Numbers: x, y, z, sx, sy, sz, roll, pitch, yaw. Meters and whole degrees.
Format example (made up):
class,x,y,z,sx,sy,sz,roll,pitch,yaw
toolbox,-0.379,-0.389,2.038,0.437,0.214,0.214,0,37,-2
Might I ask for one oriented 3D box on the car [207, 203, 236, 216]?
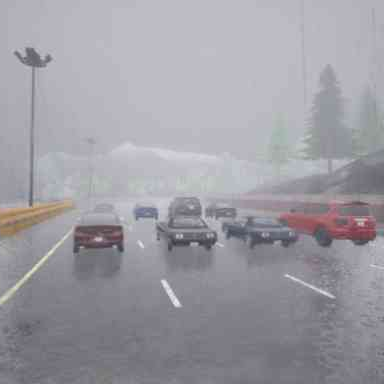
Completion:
class,x,y,z,sx,sy,sz,roll,pitch,yaw
car,2.596,1.743,31.384,1.882,1.535,5.008,1,0,-14

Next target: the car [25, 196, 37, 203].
class,x,y,z,sx,sy,sz,roll,pitch,yaw
car,-33.808,1.556,71.155,1.882,1.535,5.008,1,0,1

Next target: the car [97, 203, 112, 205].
class,x,y,z,sx,sy,sz,roll,pitch,yaw
car,-7.475,1.660,28.352,2.033,1.411,5.357,1,0,-14

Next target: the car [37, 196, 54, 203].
class,x,y,z,sx,sy,sz,roll,pitch,yaw
car,-30.316,1.649,70.921,2.128,1.511,4.902,1,0,1

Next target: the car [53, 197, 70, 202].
class,x,y,z,sx,sy,sz,roll,pitch,yaw
car,-26.823,1.709,70.689,2.033,1.411,5.357,1,0,1

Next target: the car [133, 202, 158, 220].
class,x,y,z,sx,sy,sz,roll,pitch,yaw
car,-4.191,1.642,29.673,1.882,1.535,5.008,1,0,-14

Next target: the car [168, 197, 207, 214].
class,x,y,z,sx,sy,sz,roll,pitch,yaw
car,-0.687,1.430,30.083,2.150,2.045,5.566,1,0,-14

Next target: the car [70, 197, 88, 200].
class,x,y,z,sx,sy,sz,roll,pitch,yaw
car,-23.329,1.755,70.456,2.033,1.411,5.357,1,0,1

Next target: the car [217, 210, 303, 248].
class,x,y,z,sx,sy,sz,roll,pitch,yaw
car,2.944,1.755,15.625,1.895,1.301,4.718,1,0,-14

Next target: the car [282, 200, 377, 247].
class,x,y,z,sx,sy,sz,roll,pitch,yaw
car,6.361,1.421,16.405,2.150,2.045,5.566,1,0,-14

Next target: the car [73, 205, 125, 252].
class,x,y,z,sx,sy,sz,roll,pitch,yaw
car,-3.930,1.533,14.281,1.882,1.535,5.008,1,0,-14

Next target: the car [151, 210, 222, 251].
class,x,y,z,sx,sy,sz,roll,pitch,yaw
car,-0.450,1.704,14.772,1.895,1.301,4.718,1,0,-14
